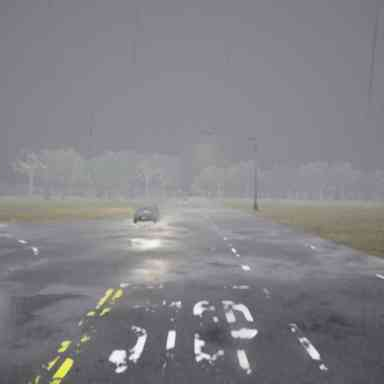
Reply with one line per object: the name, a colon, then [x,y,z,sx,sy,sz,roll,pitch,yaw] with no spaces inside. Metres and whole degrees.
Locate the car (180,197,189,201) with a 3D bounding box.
car: [-2.298,2.040,95.027,1.895,1.301,4.718,0,0,7]

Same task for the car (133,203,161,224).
car: [-3.605,1.718,27.099,1.837,1.490,4.892,0,0,0]
